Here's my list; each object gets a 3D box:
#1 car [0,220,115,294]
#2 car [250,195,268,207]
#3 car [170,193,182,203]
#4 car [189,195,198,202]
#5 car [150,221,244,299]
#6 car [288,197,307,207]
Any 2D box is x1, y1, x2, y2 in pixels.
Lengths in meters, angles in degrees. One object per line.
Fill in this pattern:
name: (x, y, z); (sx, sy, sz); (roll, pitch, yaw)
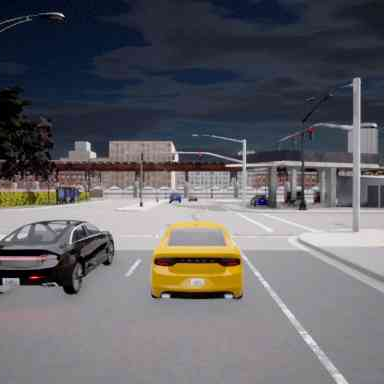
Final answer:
car: (-3.387, 1.474, 8.702); (2.128, 1.511, 4.902); (0, 0, 0)
car: (9.880, 1.253, 48.740); (2.242, 1.667, 4.611); (0, 0, 1)
car: (-3.171, 1.128, 65.823); (2.150, 2.045, 5.566); (0, 0, 0)
car: (0.254, 1.445, 73.449); (1.994, 1.385, 4.181); (0, 0, 0)
car: (0.111, 1.468, 8.481); (1.882, 1.535, 5.008); (0, 0, 0)
car: (15.627, 1.425, 49.483); (1.970, 1.475, 3.806); (0, 0, 1)
